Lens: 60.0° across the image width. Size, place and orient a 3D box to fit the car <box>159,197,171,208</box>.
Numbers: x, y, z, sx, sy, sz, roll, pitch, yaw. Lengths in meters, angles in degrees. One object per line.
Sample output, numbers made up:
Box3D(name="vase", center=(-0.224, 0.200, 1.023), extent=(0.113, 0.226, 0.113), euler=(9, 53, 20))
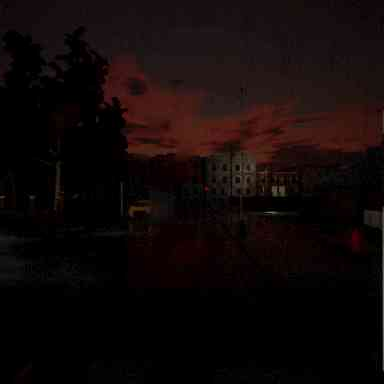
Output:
Box3D(name="car", center=(-4.131, 1.491, 48.534), extent=(2.128, 1.511, 4.902), euler=(0, 0, 0))

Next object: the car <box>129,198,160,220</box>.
Box3D(name="car", center=(-4.133, 1.477, 28.571), extent=(1.882, 1.535, 5.008), euler=(0, 0, 0))
